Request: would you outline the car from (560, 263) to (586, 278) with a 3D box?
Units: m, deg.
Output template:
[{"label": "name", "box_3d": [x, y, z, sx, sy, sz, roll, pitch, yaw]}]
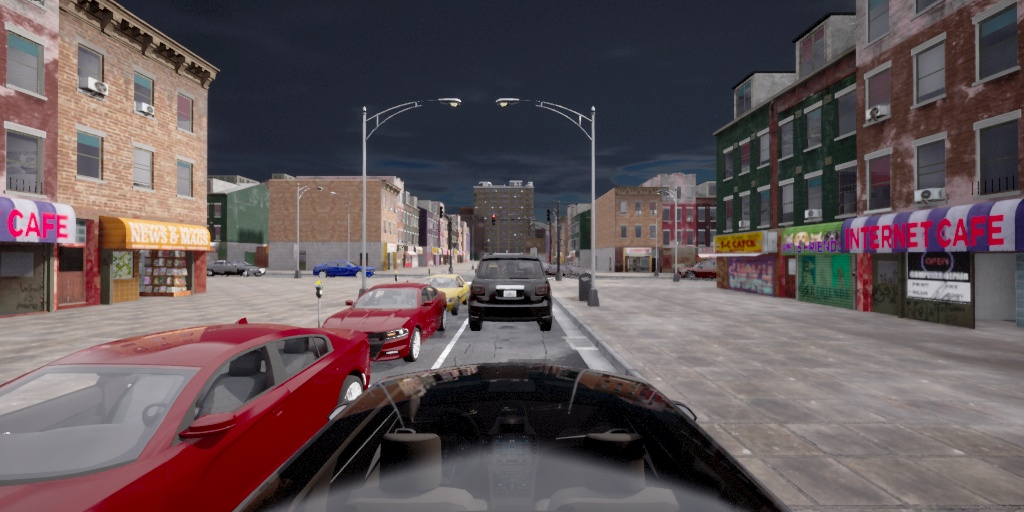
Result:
[{"label": "car", "box_3d": [4.378, 1.395, 34.551, 5.357, 1.411, 2.033, 1, 0, 12]}]

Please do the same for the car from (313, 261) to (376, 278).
[{"label": "car", "box_3d": [-14.357, 1.156, 30.828, 5.008, 1.535, 1.882, 0, 0, -1]}]

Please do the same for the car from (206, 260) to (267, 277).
[{"label": "car", "box_3d": [-23.856, 1.102, 30.792, 4.902, 1.511, 2.128, 0, 0, 0]}]

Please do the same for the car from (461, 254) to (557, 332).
[{"label": "car", "box_3d": [-0.019, 0.976, 11.053, 2.150, 2.045, 5.566, 0, 0, 1]}]

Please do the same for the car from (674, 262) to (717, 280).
[{"label": "car", "box_3d": [17.798, 1.370, 33.915, 4.553, 1.767, 2.097, 1, 0, 0]}]

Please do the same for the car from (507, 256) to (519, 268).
[{"label": "car", "box_3d": [0.153, 1.083, 63.951, 2.150, 2.045, 5.566, 0, 0, 0]}]

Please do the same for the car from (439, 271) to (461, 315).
[{"label": "car", "box_3d": [-2.626, 1.283, 13.559, 1.751, 1.417, 4.829, 0, 0, 0]}]

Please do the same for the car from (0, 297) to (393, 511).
[{"label": "car", "box_3d": [-2.636, 1.295, 2.741, 1.888, 1.381, 4.507, 0, 0, 0]}]

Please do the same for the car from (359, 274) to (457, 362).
[{"label": "car", "box_3d": [-2.631, 1.298, 8.235, 1.888, 1.381, 4.507, 0, 0, 0]}]
